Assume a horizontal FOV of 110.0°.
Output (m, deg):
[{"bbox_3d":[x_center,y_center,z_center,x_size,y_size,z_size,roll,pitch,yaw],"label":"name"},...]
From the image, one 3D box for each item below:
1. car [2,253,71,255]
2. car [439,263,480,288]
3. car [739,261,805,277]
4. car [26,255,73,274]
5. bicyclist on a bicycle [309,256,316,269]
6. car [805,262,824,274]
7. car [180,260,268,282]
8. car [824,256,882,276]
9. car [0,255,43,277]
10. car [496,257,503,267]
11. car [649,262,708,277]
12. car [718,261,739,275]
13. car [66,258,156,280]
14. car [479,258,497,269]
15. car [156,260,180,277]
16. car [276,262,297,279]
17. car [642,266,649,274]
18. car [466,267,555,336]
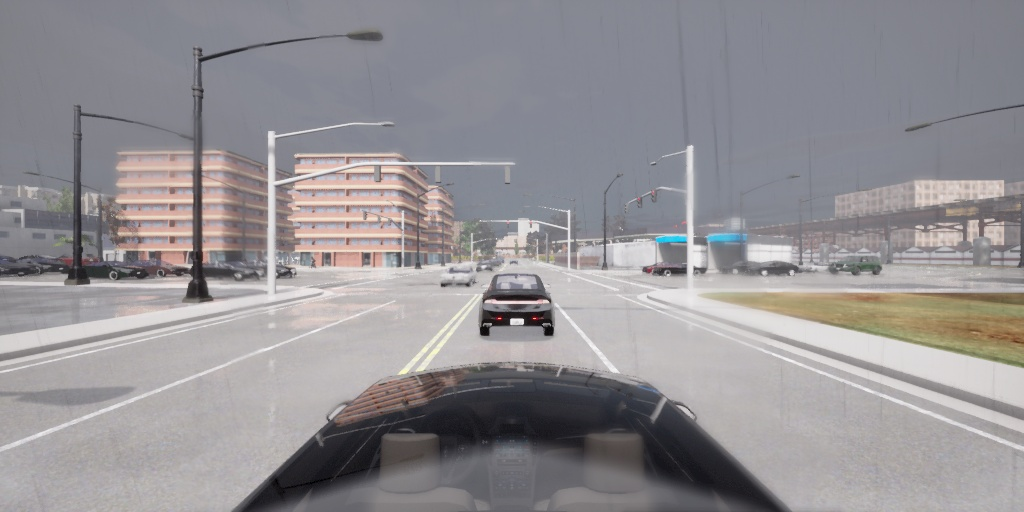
[{"bbox_3d":[-50.377,0.628,37.894,4.892,1.490,1.837,1,0,2],"label":"car"},{"bbox_3d":[-3.487,1.334,23.778,1.895,1.301,4.718,0,1,0],"label":"car"},{"bbox_3d":[25.914,1.255,35.803,4.892,1.490,1.837,0,0,-5],"label":"car"},{"bbox_3d":[-40.294,0.868,30.502,4.181,1.385,1.994,1,0,1],"label":"car"},{"bbox_3d":[-25.927,0.844,46.628,0.582,1.620,1.656,1,0,1],"label":"bicyclist on a bicycle"},{"bbox_3d":[34.885,1.351,41.028,4.718,1.301,1.895,0,0,-19],"label":"car"},{"bbox_3d":[-20.949,1.109,26.508,4.902,1.511,2.128,1,0,1],"label":"car"},{"bbox_3d":[36.329,0.971,37.857,5.566,2.045,2.150,0,0,-19],"label":"car"},{"bbox_3d":[-39.461,0.868,26.977,5.357,1.411,2.033,1,0,1],"label":"car"},{"bbox_3d":[-3.253,1.298,64.279,2.033,1.411,5.357,0,0,1],"label":"car"},{"bbox_3d":[16.635,1.351,35.651,4.718,1.301,1.895,0,0,0],"label":"car"},{"bbox_3d":[25.220,1.255,39.256,4.892,1.490,1.837,0,0,-5],"label":"car"},{"bbox_3d":[-29.789,1.054,26.731,4.181,1.385,1.994,1,0,1],"label":"car"},{"bbox_3d":[-3.379,1.225,45.399,2.128,1.511,4.902,0,-1,0],"label":"car"},{"bbox_3d":[-30.403,1.025,30.250,5.357,1.411,2.033,1,0,1],"label":"car"},{"bbox_3d":[-20.660,1.109,29.999,4.902,1.511,2.128,1,0,1],"label":"car"},{"bbox_3d":[16.475,1.314,39.179,4.181,1.385,1.994,0,0,1],"label":"car"},{"bbox_3d":[0.121,1.242,10.343,2.128,1.511,4.902,0,0,0],"label":"car"}]
